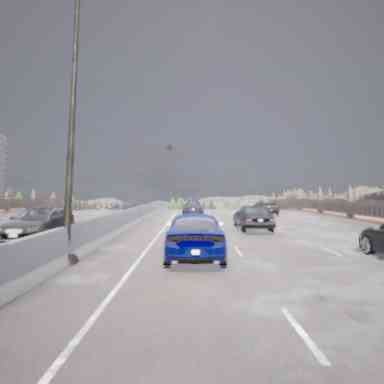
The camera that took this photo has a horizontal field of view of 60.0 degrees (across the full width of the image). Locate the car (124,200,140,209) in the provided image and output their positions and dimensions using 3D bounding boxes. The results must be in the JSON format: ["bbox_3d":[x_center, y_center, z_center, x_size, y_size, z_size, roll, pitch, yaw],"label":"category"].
[{"bbox_3d":[-10.506,2.371,58.839,2.150,2.045,5.566,0,-5,0],"label":"car"}]

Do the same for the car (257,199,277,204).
[{"bbox_3d":[7.096,1.464,32.288,2.128,1.511,4.902,0,0,0],"label":"car"}]

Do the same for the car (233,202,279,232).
[{"bbox_3d":[3.598,1.530,19.925,2.033,1.411,5.357,0,0,0],"label":"car"}]

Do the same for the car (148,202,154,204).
[{"bbox_3d":[-7.006,2.560,58.852,1.837,1.490,4.892,0,-5,0],"label":"car"}]

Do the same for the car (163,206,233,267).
[{"bbox_3d":[0.098,1.467,11.445,1.882,1.535,5.008,0,0,0],"label":"car"}]

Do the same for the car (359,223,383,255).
[{"bbox_3d":[7.099,1.497,10.378,1.837,1.490,4.892,0,0,0],"label":"car"}]

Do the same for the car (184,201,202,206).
[{"bbox_3d":[0.096,1.536,32.125,1.994,1.385,4.181,0,0,0],"label":"car"}]

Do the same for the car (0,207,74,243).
[{"bbox_3d":[-7.101,1.477,15.625,2.128,1.511,4.902,0,0,0],"label":"car"}]

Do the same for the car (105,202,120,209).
[{"bbox_3d":[-14.006,2.565,58.851,2.128,1.511,4.902,0,-5,0],"label":"car"}]
